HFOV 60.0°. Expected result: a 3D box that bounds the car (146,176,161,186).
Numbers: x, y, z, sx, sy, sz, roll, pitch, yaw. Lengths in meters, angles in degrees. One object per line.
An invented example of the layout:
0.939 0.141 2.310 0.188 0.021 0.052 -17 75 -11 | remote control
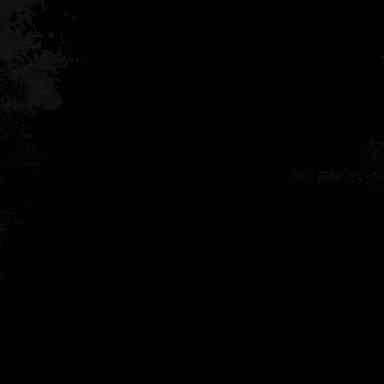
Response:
-7.456 -2.233 65.237 2.097 1.767 4.553 0 4 3 | car

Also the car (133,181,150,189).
-8.561 -1.203 52.611 1.882 1.535 5.008 0 4 6 | car
